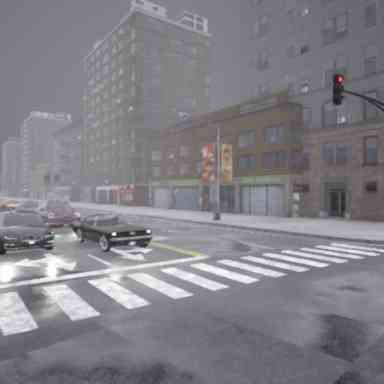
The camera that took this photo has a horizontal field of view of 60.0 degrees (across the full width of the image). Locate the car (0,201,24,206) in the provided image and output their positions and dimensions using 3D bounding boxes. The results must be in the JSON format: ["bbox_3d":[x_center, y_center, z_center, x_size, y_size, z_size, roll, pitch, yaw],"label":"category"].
[{"bbox_3d":[-12.556,1.543,21.338,2.128,1.511,4.902,0,0,-36],"label":"car"}]

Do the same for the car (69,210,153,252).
[{"bbox_3d":[-3.539,1.639,14.407,1.895,1.301,4.718,0,0,-36],"label":"car"}]

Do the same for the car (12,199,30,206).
[{"bbox_3d":[-14.154,1.573,29.115,1.837,1.490,4.892,0,0,-36],"label":"car"}]

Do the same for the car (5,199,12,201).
[{"bbox_3d":[-20.161,1.554,37.491,1.882,1.535,5.008,0,0,-35],"label":"car"}]

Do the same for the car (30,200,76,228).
[{"bbox_3d":[-8.838,1.408,21.751,2.097,1.767,4.553,0,0,-36],"label":"car"}]

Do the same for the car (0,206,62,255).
[{"bbox_3d":[-7.085,1.539,13.759,1.837,1.490,4.892,0,0,-36],"label":"car"}]
